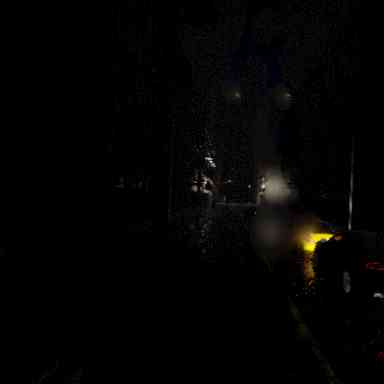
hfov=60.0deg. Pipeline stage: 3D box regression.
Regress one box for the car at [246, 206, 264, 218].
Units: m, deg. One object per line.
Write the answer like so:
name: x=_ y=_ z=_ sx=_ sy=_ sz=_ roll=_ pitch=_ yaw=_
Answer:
car: x=7.692 y=2.416 z=40.706 sx=1.994 sy=1.385 sz=4.181 roll=3 pitch=-1 yaw=7

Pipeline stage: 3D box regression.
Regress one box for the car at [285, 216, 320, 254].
car: x=5.574 y=1.911 z=15.495 sx=1.801 sy=1.575 sz=5.366 roll=3 pitch=-1 yaw=7

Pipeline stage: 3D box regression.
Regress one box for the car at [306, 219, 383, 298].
car: x=4.847 y=1.826 z=9.348 sx=1.882 sy=1.535 sz=5.008 roll=3 pitch=-1 yaw=7
